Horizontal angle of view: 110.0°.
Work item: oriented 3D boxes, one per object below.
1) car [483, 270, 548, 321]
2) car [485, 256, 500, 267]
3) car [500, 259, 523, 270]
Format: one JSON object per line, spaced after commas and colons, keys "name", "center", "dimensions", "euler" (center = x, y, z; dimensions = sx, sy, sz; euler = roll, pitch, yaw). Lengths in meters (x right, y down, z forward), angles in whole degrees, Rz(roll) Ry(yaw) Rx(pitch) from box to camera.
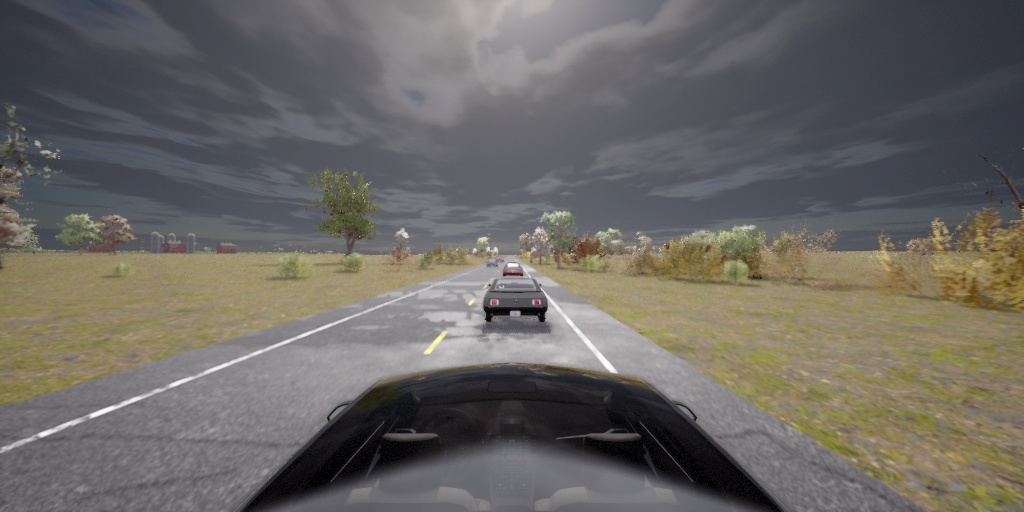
{"name": "car", "center": [0.101, 1.351, 12.428], "dimensions": [1.895, 1.301, 4.718], "euler": [0, 0, 0]}
{"name": "car", "center": [-3.520, 1.269, 63.522], "dimensions": [1.812, 1.442, 4.674], "euler": [0, 0, 1]}
{"name": "car", "center": [0.104, 1.313, 34.981], "dimensions": [1.994, 1.385, 4.181], "euler": [0, 0, 0]}
